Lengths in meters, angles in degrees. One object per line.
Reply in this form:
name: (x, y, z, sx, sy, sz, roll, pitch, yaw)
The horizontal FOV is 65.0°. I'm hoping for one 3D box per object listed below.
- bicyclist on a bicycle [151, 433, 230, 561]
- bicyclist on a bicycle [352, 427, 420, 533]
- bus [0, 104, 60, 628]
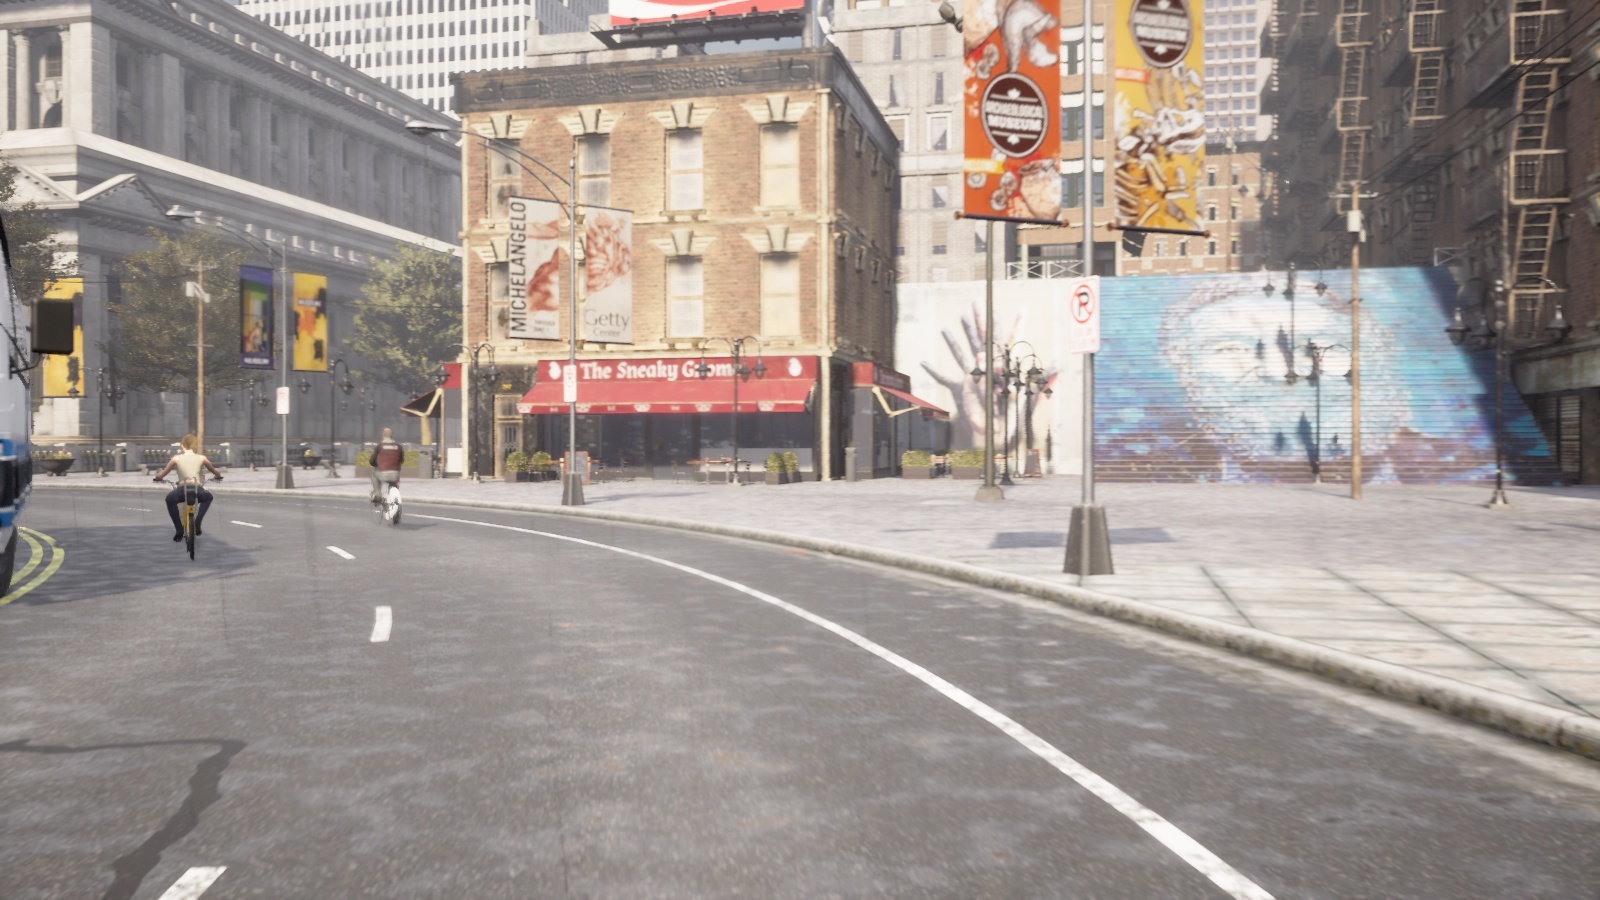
bicyclist on a bicycle: (-8.126, 0.590, 16.722, 0.866, 1.612, 1.509, -1, 1, -28)
bicyclist on a bicycle: (-7.280, 0.494, 22.027, 0.659, 1.776, 1.843, -1, 1, -34)
bus: (-10.466, -0.706, 13.819, 3.944, 4.253, 10.273, 0, 0, -30)
